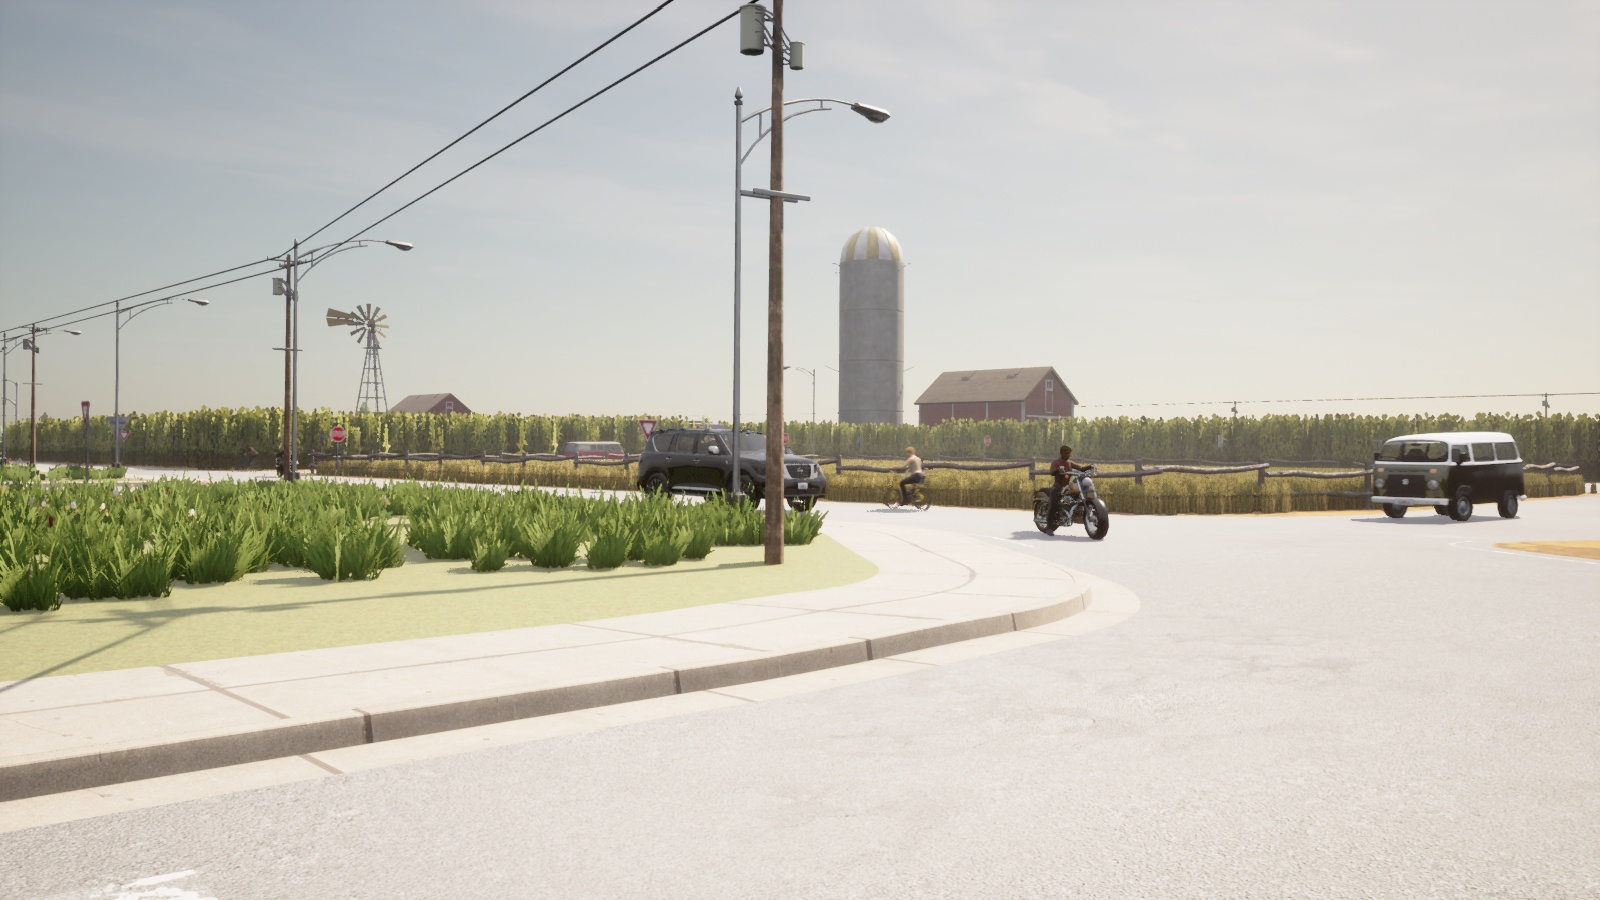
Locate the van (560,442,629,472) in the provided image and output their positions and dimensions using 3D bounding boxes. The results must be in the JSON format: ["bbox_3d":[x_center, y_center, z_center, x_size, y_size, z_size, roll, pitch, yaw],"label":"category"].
[{"bbox_3d":[-14.112,0.474,86.437,4.442,1.987,1.775,0,0,-43],"label":"van"}]

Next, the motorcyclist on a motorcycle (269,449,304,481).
[{"bbox_3d":[-25.098,0.727,61.341,0.866,1.530,2.191,0,0,-43],"label":"motorcyclist on a motorcycle"}]

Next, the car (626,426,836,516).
[{"bbox_3d":[-1.832,0.475,31.243,2.150,2.045,5.566,0,0,-43],"label":"car"}]

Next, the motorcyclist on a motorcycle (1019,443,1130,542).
[{"bbox_3d":[4.776,0.704,22.069,0.766,1.649,2.350,0,0,-20],"label":"motorcyclist on a motorcycle"}]

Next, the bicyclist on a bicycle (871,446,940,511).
[{"bbox_3d":[2.656,0.708,31.770,1.509,1.612,0.866,0,-1,43],"label":"bicyclist on a bicycle"}]

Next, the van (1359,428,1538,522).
[{"bbox_3d":[15.362,0.527,29.654,4.480,2.038,2.069,-1,1,-38],"label":"van"}]
